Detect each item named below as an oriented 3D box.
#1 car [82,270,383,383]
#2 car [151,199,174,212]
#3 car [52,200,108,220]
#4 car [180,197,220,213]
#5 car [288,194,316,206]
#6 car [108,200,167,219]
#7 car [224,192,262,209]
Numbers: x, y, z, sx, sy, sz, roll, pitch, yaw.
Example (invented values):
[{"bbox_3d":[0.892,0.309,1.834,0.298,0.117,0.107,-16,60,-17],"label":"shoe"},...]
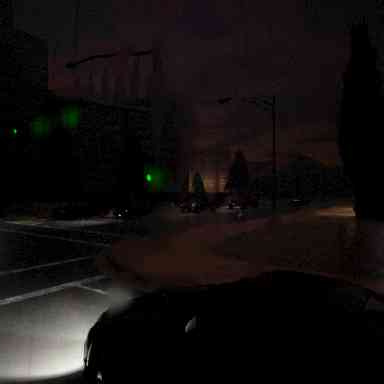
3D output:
[{"bbox_3d":[0.785,1.564,3.441,4.181,1.385,1.994,0,0,35],"label":"car"},{"bbox_3d":[-3.923,1.505,36.063,1.837,1.490,4.892,0,0,36],"label":"car"},{"bbox_3d":[-9.444,1.478,28.478,1.882,1.535,5.008,0,0,36],"label":"car"},{"bbox_3d":[0.679,1.352,36.447,2.097,1.767,4.553,0,0,36],"label":"car"},{"bbox_3d":[17.797,1.491,53.715,2.128,1.511,4.902,0,0,36],"label":"car"},{"bbox_3d":[-4.641,1.601,29.119,1.895,1.301,4.718,0,0,36],"label":"car"},{"bbox_3d":[6.981,1.221,45.105,2.150,2.045,5.566,0,0,36],"label":"car"}]
